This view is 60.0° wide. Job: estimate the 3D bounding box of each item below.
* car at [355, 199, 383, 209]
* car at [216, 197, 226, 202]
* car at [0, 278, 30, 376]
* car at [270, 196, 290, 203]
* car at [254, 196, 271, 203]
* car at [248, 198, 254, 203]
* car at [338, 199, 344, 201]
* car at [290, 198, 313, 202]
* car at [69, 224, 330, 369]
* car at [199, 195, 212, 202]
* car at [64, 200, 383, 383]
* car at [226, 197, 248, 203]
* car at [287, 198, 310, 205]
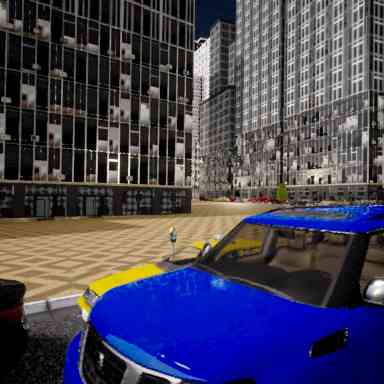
[{"bbox_3d":[27.770,1.835,51.340,2.008,1.369,4.403,1,-1,-22],"label":"car"},{"bbox_3d":[7.895,1.848,79.279,1.752,1.417,4.829,1,-1,-22],"label":"car"},{"bbox_3d":[-3.964,1.565,3.258,4.313,1.339,1.947,0,1,-36],"label":"car"},{"bbox_3d":[16.263,1.638,58.719,1.967,1.590,4.097,1,-1,-22],"label":"car"},{"bbox_3d":[17.230,1.756,77.252,2.192,1.841,5.009,1,-1,-22],"label":"car"},{"bbox_3d":[15.117,2.054,82.431,1.802,1.307,4.206,1,-1,-22],"label":"car"},{"bbox_3d":[25.597,1.842,56.679,1.752,1.417,4.829,1,-1,-22],"label":"car"},{"bbox_3d":[18.369,1.717,53.538,2.008,1.369,4.403,1,-1,-22],"label":"car"},{"bbox_3d":[0.401,1.528,6.315,4.829,1.417,1.752,0,1,-35],"label":"car"},{"bbox_3d":[3.618,1.701,89.797,2.192,1.841,5.009,1,-1,-22],"label":"car"},{"bbox_3d":[1.513,1.223,3.908,5.566,2.045,2.150,0,0,-35],"label":"car"},{"bbox_3d":[9.939,1.732,74.258,1.967,1.590,4.097,1,-1,-22],"label":"car"},{"bbox_3d":[21.444,1.929,66.885,2.008,1.369,4.403,1,-1,-22],"label":"car"}]
